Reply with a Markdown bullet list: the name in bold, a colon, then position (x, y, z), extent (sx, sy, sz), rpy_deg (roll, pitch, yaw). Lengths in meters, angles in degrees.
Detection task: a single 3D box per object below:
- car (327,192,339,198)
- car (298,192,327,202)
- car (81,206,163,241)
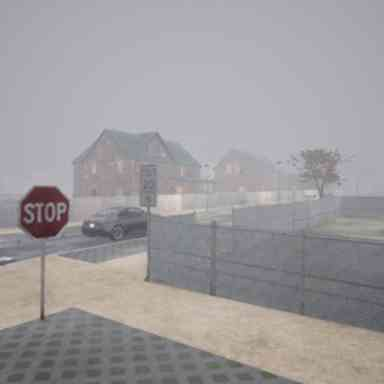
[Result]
- **car**: position (20.162, 0.710, 48.518), extent (1.837, 1.490, 4.892), rpy_deg (1, 1, 35)
- **car**: position (14.580, 0.941, 40.557), extent (1.895, 1.301, 4.718), rpy_deg (1, 1, 36)
- **car**: position (-3.081, 1.352, 15.715), extent (1.994, 1.385, 4.181), rpy_deg (1, 1, 35)
